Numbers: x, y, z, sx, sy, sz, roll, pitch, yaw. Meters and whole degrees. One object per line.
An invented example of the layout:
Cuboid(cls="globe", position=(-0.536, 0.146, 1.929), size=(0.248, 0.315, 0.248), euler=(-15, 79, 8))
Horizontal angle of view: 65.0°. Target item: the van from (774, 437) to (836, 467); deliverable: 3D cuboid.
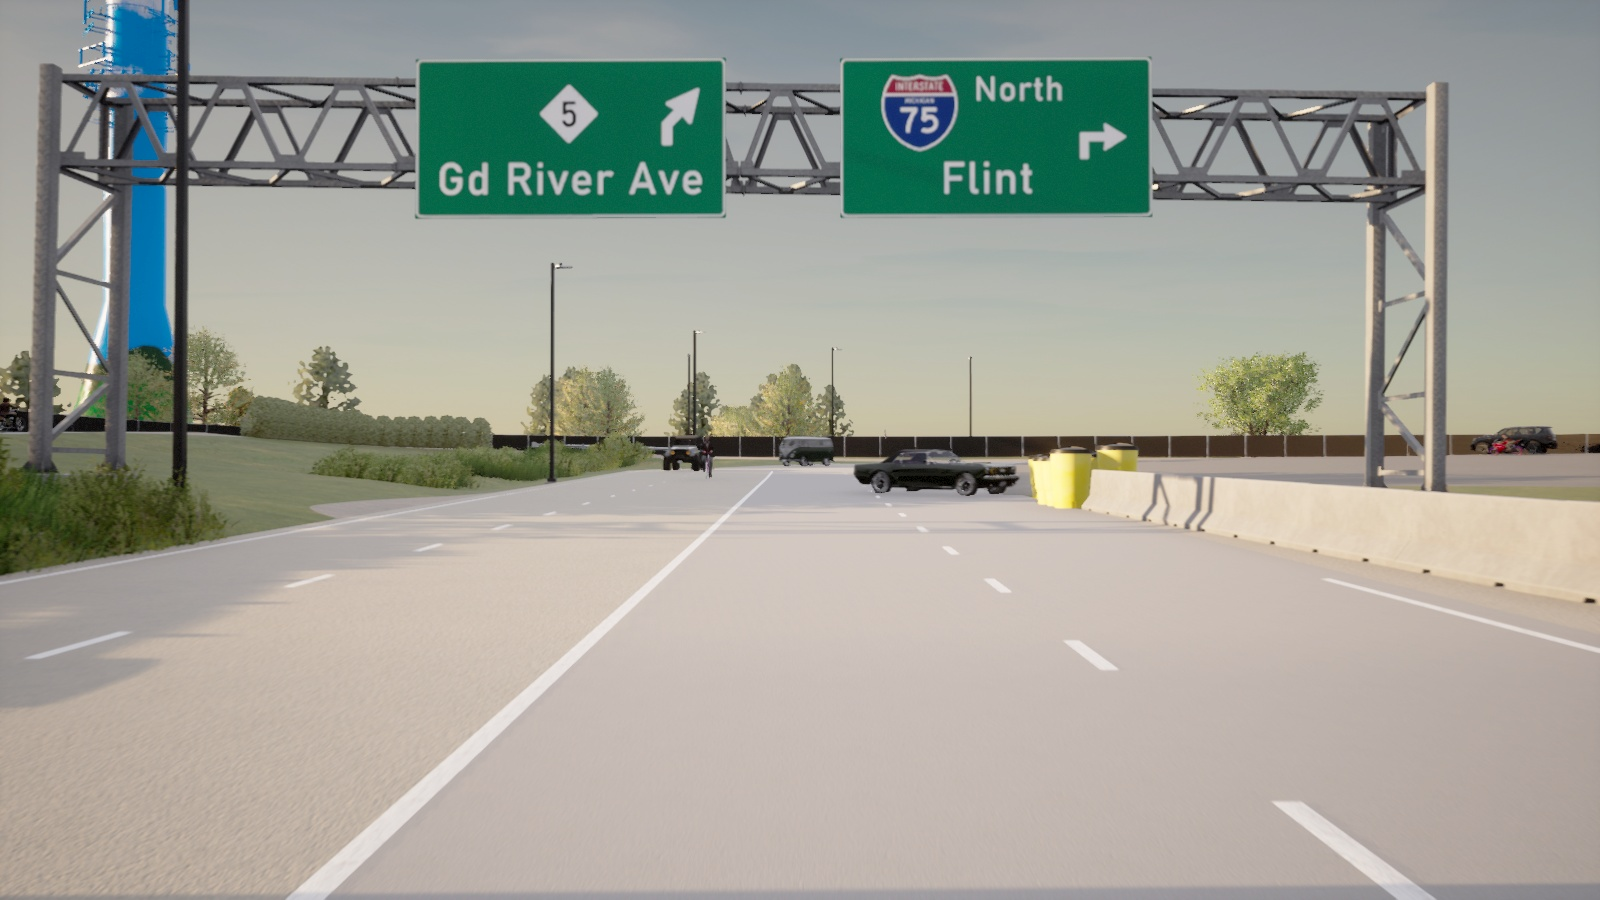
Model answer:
Cuboid(cls="van", position=(0.354, 0.120, 84.317), size=(1.775, 1.987, 4.442), euler=(0, 0, 38))

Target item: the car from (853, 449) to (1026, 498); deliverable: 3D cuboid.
Cuboid(cls="car", position=(4.005, 0.642, 36.457), size=(4.718, 1.301, 1.895), euler=(0, 0, 39))

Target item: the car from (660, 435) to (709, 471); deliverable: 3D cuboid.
Cuboid(cls="car", position=(-6.068, 0.145, 66.599), size=(1.905, 1.878, 3.866), euler=(0, 0, 5))

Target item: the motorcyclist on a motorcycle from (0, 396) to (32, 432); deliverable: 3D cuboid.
Cuboid(cls="motorcyclist on a motorcycle", position=(-36.250, -1.641, 57.604), size=(0.766, 1.649, 2.350), euler=(0, 1, -4))
